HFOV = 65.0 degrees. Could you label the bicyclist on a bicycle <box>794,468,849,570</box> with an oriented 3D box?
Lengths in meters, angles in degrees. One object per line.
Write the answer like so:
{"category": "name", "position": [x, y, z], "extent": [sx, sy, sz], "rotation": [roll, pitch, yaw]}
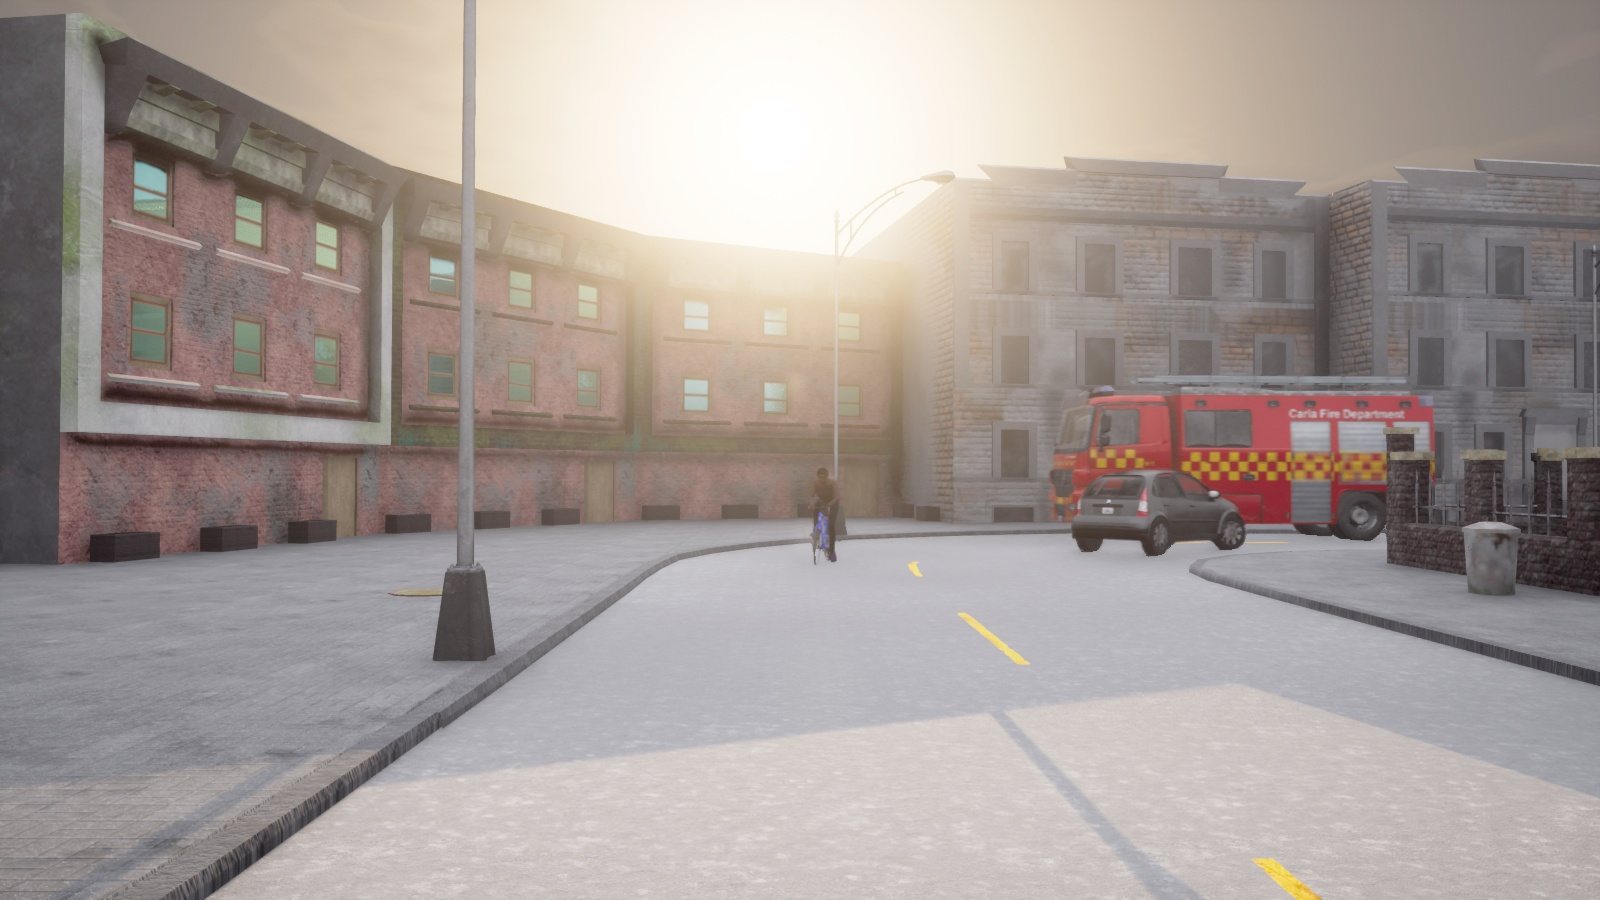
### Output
{"category": "bicyclist on a bicycle", "position": [0.377, 1.122, 21.112], "extent": [0.582, 1.620, 1.656], "rotation": [1, 0, 12]}

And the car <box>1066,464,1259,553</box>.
{"category": "car", "position": [7.272, 1.104, 25.016], "extent": [3.988, 1.617, 1.851], "rotation": [1, -1, -42]}

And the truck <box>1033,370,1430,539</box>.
{"category": "truck", "position": [10.125, 0.114, 30.082], "extent": [8.468, 3.827, 2.891], "rotation": [0, -1, -2]}
